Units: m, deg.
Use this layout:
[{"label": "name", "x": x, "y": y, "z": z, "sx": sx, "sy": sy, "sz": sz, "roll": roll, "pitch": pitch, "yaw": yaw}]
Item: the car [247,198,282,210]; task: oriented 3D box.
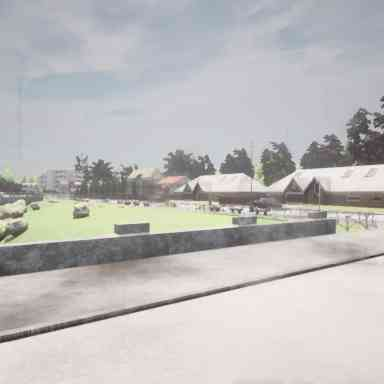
[{"label": "car", "x": 9.047, "y": 1.491, "z": 42.148, "sx": 2.128, "sy": 1.511, "sz": 4.902, "roll": 0, "pitch": 0, "yaw": -35}]

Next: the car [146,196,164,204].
[{"label": "car", "x": -7.358, "y": 1.504, "z": 65.212, "sx": 1.837, "sy": 1.490, "sz": 4.892, "roll": 0, "pitch": 0, "yaw": -35}]
